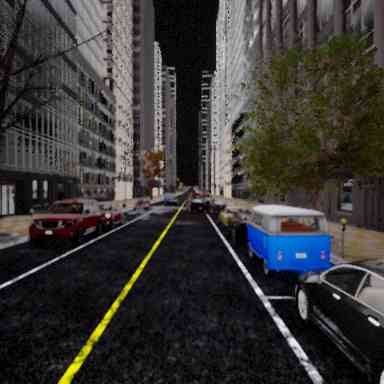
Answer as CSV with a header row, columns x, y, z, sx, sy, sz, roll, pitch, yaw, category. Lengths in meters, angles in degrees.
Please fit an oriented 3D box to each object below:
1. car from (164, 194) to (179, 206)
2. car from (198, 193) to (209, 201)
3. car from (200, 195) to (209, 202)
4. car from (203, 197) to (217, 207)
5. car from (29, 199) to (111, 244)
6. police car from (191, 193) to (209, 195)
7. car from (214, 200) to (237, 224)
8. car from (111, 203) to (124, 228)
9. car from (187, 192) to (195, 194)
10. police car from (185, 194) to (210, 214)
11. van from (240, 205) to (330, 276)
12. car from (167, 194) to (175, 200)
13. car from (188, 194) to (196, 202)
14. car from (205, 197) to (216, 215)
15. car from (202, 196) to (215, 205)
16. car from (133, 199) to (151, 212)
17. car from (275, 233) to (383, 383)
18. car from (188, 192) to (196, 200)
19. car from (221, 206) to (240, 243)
x,y,z,sx,sy,sz,roll,pitch,yaw,category
-3.081,1.483,51.393,1.994,1.385,4.181,0,0,0,car
2.676,1.176,78.414,2.192,1.841,5.009,0,0,0,car
2.678,1.419,72.716,1.887,1.381,4.507,0,0,0,car
2.680,1.487,49.924,1.947,1.339,4.313,0,0,0,car
-5.699,1.293,15.741,2.192,1.841,5.009,0,0,0,car
0.895,1.355,45.225,1.930,1.638,5.238,0,0,0,police car
2.683,1.494,21.604,1.752,1.417,4.829,0,0,0,car
-5.698,1.409,21.439,1.967,1.590,4.097,0,0,0,car
0.555,1.142,51.104,2.150,2.045,5.566,0,0,-2,car
0.453,1.372,35.124,1.930,1.638,5.238,0,0,-9,police car
2.683,1.327,10.037,1.690,1.788,3.998,0,0,0,van
-5.704,1.384,89.813,2.008,1.369,4.403,0,0,0,car
-0.007,1.273,70.610,1.812,1.442,4.674,0,0,0,car
2.682,1.501,32.829,2.008,1.369,4.403,0,0,0,car
2.680,1.455,55.622,1.887,1.381,4.507,0,0,0,car
-5.699,1.523,38.533,1.802,1.307,4.206,0,0,0,car
2.684,1.545,4.340,2.008,1.369,4.403,0,0,0,car
-0.009,0.939,85.640,2.150,2.045,5.566,0,0,0,car
2.684,1.544,15.736,1.947,1.339,4.313,0,0,0,car
